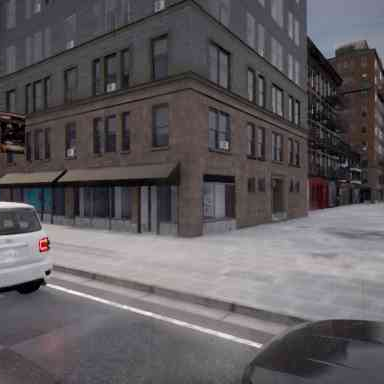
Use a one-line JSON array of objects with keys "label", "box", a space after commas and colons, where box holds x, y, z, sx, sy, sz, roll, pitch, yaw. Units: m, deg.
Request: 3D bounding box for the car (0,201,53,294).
[{"label": "car", "box": [-5.466, 1.222, 7.574, 5.566, 2.045, 2.150, 0, 0, 36]}]

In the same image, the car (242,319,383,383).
[{"label": "car", "box": [2.605, 1.505, 1.829, 4.892, 1.490, 1.837, 0, 0, 36]}]
